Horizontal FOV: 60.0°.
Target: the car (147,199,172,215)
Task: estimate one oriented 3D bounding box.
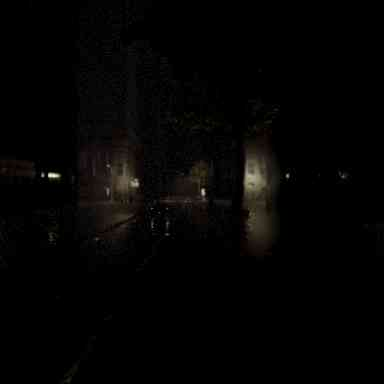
[{"bbox_3d":[-3.101,1.645,33.957,1.895,1.301,4.718,0,0,0],"label":"car"}]

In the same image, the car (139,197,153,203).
[{"bbox_3d":[-8.374,1.620,65.652,4.181,1.385,1.994,1,0,0],"label":"car"}]
